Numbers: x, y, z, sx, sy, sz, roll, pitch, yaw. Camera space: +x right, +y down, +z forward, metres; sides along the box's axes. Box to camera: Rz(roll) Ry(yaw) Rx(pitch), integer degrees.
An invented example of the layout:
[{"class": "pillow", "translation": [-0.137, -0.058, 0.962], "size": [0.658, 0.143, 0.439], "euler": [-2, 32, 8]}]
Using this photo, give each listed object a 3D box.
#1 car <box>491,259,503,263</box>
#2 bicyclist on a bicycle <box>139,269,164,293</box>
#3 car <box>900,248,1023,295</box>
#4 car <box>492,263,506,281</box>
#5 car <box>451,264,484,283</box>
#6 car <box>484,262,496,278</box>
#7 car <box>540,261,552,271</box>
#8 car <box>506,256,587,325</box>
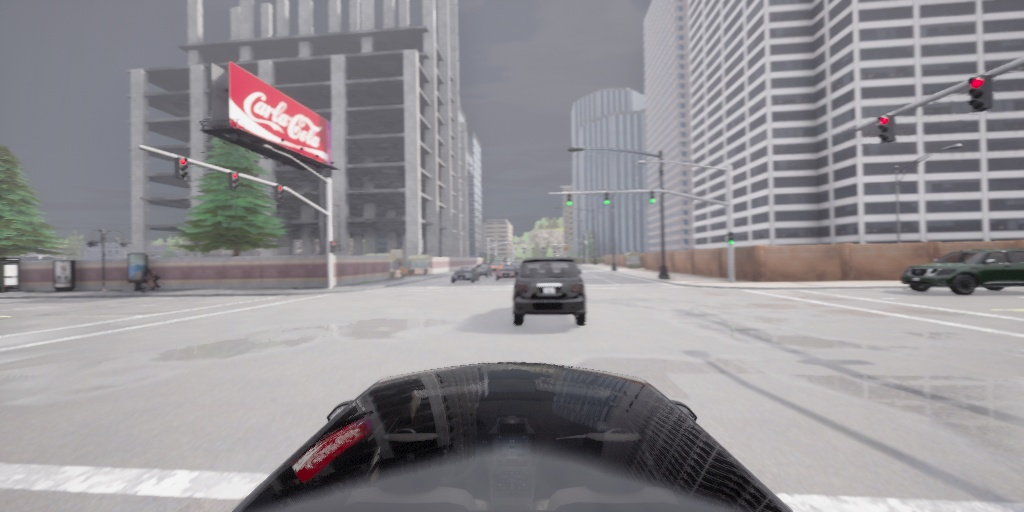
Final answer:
[{"class": "car", "translation": [-2.394, 1.601, 50.510], "size": [2.097, 1.767, 4.553], "euler": [-1, -1, 5]}, {"class": "bicyclist on a bicycle", "translation": [-25.628, 1.769, 25.519], "size": [0.582, 1.620, 1.656], "euler": [-1, 0, 5]}, {"class": "car", "translation": [21.758, 0.688, 16.652], "size": [5.566, 2.045, 2.150], "euler": [-1, -1, 5]}, {"class": "car", "translation": [-0.390, 1.629, 34.867], "size": [1.994, 1.385, 4.181], "euler": [-1, -1, 5]}, {"class": "car", "translation": [-4.128, 1.679, 32.438], "size": [1.994, 1.385, 4.181], "euler": [-1, 0, 5]}, {"class": "car", "translation": [-3.334, 1.684, 40.974], "size": [1.837, 1.490, 4.892], "euler": [-1, -1, 5]}, {"class": "car", "translation": [5.592, 1.657, 59.677], "size": [1.882, 1.535, 5.008], "euler": [-1, -1, 5]}, {"class": "car", "translation": [1.247, 1.045, 12.310], "size": [2.150, 2.045, 5.566], "euler": [-1, -1, 5]}]
